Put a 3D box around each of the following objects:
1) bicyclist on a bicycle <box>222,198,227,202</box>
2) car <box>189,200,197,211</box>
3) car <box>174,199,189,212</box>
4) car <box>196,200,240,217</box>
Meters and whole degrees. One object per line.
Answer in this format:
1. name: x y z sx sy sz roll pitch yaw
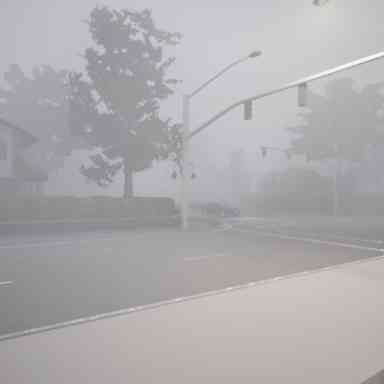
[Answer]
1. bicyclist on a bicycle: 4.789 1.700 50.101 1.656 1.620 0.582 1 0 -36
2. car: 0.760 1.807 44.108 2.128 1.511 4.902 1 0 -36
3. car: -2.922 1.624 42.882 2.097 1.767 4.553 1 -1 -36
4. car: 2.951 1.776 34.818 1.837 1.490 4.892 1 0 -36
